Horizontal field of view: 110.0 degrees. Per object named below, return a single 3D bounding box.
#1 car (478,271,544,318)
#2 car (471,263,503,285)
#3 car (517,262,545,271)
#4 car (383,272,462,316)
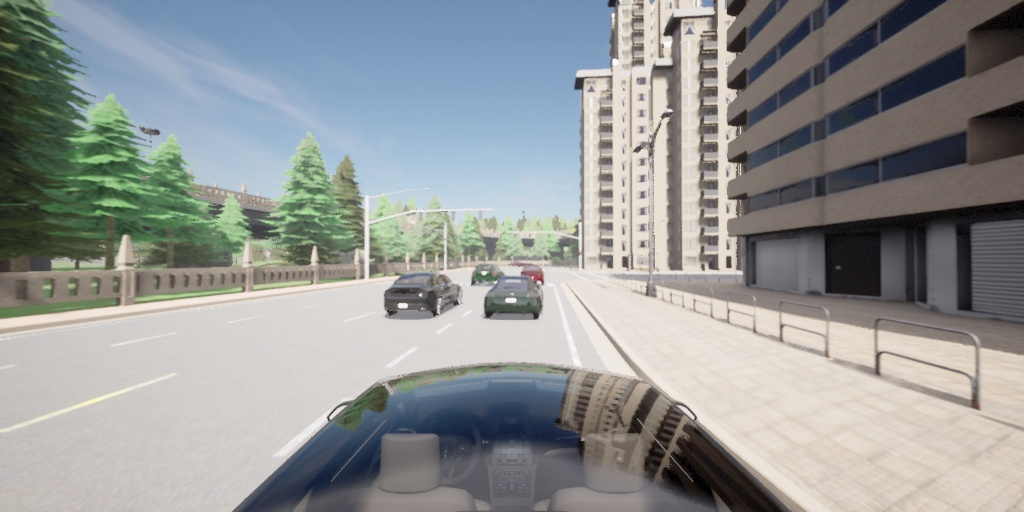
[{"bbox_3d":[0.163,1.433,13.699,1.994,1.385,4.181,0,0,6],"label":"car"},{"bbox_3d":[-1.881,1.369,28.955,2.097,1.767,4.553,0,-1,6],"label":"car"},{"bbox_3d":[1.688,1.501,29.447,1.882,1.535,5.008,0,0,6],"label":"car"},{"bbox_3d":[-3.314,1.378,14.115,1.837,1.490,4.892,0,0,6],"label":"car"}]
